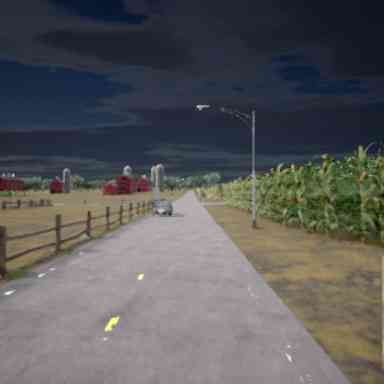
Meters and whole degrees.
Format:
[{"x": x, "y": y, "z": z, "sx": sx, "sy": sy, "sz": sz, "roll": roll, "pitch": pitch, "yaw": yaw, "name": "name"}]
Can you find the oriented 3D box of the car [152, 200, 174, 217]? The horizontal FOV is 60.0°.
[{"x": -2.839, "y": 1.602, "z": 32.976, "sx": 2.128, "sy": 1.511, "sz": 4.902, "roll": 0, "pitch": 0, "yaw": 0, "name": "car"}]
